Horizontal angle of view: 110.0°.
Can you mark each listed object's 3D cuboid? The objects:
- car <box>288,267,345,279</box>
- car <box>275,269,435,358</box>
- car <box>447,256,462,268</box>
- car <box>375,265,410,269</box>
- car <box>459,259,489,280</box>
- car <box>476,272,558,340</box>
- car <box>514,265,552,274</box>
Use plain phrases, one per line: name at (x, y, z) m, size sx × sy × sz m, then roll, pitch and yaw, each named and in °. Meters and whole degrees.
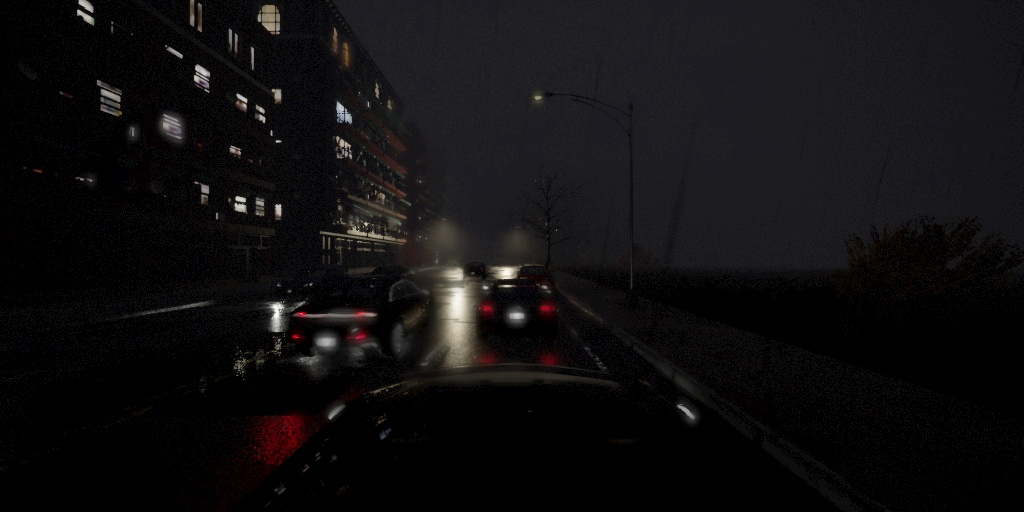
car at (-9.839, 1.278, 18.203) m, size 1.812 × 1.442 × 4.674 m, roll 0°, pitch 0°, yaw 0°
car at (-3.147, 1.242, 8.503) m, size 2.128 × 1.511 × 4.902 m, roll 0°, pitch 0°, yaw 0°
car at (-9.770, 0.974, 61.765) m, size 2.150 × 2.045 × 5.566 m, roll 0°, pitch 0°, yaw 1°
car at (-6.588, 1.257, 19.393) m, size 1.837 × 1.490 × 4.892 m, roll 0°, pitch 0°, yaw 0°
car at (-3.127, 1.230, 31.543) m, size 1.882 × 1.535 × 5.008 m, roll 0°, pitch 0°, yaw 0°
car at (0.107, 1.315, 10.040) m, size 1.994 × 1.385 × 4.181 m, roll 0°, pitch 0°, yaw 0°
car at (1.149, 1.230, 18.960) m, size 1.882 × 1.535 × 5.008 m, roll 0°, pitch 0°, yaw 0°
